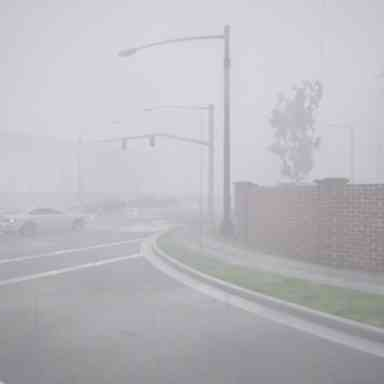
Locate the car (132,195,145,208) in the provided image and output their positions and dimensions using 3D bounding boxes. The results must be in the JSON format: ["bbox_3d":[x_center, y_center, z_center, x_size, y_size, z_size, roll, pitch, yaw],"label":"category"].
[{"bbox_3d":[-6.222,1.226,43.585,1.837,1.490,4.892,0,1,37],"label":"car"}]

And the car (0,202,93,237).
[{"bbox_3d":[-7.958,1.467,17.784,1.812,1.442,4.674,0,0,35],"label":"car"}]

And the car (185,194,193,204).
[{"bbox_3d":[-0.499,1.050,51.167,1.882,1.535,5.008,0,1,37],"label":"car"}]

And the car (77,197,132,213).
[{"bbox_3d":[-8.880,1.336,34.247,1.837,1.490,4.892,0,1,36],"label":"car"}]

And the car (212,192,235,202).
[{"bbox_3d":[5.714,0.877,59.365,1.837,1.490,4.892,0,1,37],"label":"car"}]

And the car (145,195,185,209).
[{"bbox_3d":[-3.310,1.247,41.639,1.812,1.442,4.674,0,1,37],"label":"car"}]

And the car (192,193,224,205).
[{"bbox_3d":[2.599,1.168,49.470,1.895,1.301,4.718,0,1,37],"label":"car"}]

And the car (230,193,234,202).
[{"bbox_3d":[8.705,0.875,57.515,1.837,1.490,4.892,0,1,37],"label":"car"}]
